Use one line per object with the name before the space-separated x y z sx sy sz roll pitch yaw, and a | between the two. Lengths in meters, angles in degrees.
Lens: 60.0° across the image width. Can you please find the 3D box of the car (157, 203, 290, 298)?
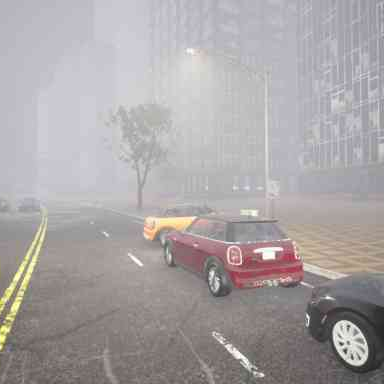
car | 0.795 1.355 8.940 2.097 1.767 4.553 0 0 -23

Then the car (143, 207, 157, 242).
car | 0.191 1.278 14.668 4.553 1.767 2.097 -3 1 -18

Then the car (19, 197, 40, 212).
car | -19.174 1.393 39.315 2.097 1.767 4.553 0 0 -24

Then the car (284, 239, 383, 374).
car | 3.576 1.505 3.493 1.837 1.490 4.892 0 0 -36

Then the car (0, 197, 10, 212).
car | -22.131 1.391 37.968 2.097 1.767 4.553 0 0 -24
